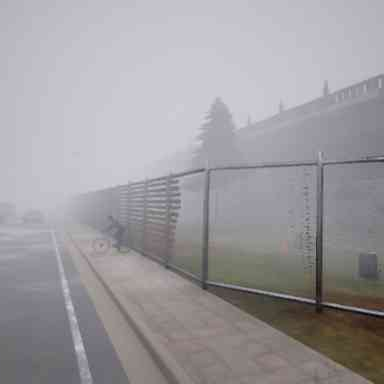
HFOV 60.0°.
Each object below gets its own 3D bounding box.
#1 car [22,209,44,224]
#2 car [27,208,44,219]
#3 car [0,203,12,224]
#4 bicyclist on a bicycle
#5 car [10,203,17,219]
[{"bbox_3d":[-16.903,2.617,35.386,1.994,1.385,4.181,2,-3,-23],"label":"car"},{"bbox_3d":[-21.630,2.980,46.030,1.895,1.301,4.718,2,-3,-23],"label":"car"},{"bbox_3d":[-19.822,2.257,33.341,2.097,1.767,4.553,2,-3,-23],"label":"car"},{"bbox_3d":[-3.337,1.795,14.116,1.656,1.620,0.582,2,-2,-24],"label":"bicyclist on a bicycle"},{"bbox_3d":[-24.436,2.448,43.732,2.150,2.045,5.566,2,-2,-23],"label":"car"}]
